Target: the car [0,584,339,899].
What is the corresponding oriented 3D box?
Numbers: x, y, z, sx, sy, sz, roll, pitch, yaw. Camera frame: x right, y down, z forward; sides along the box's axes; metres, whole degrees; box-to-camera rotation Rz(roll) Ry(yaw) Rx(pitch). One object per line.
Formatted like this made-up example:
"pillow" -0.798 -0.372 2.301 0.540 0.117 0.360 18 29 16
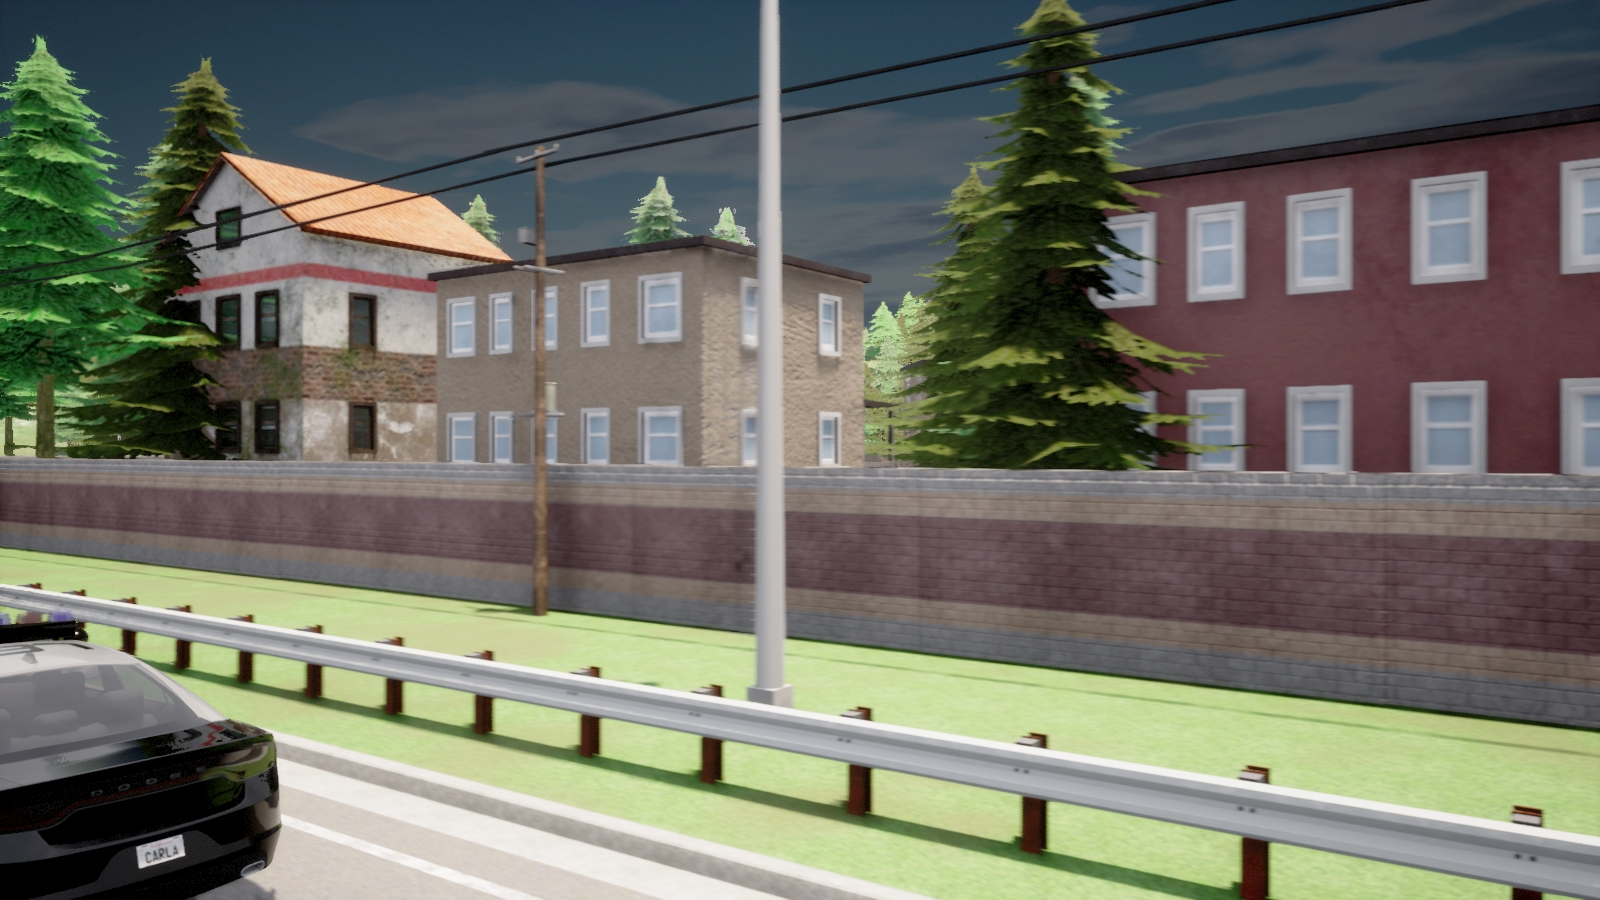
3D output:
"car" -5.598 1.982 7.705 5.238 1.638 2.097 0 0 35
